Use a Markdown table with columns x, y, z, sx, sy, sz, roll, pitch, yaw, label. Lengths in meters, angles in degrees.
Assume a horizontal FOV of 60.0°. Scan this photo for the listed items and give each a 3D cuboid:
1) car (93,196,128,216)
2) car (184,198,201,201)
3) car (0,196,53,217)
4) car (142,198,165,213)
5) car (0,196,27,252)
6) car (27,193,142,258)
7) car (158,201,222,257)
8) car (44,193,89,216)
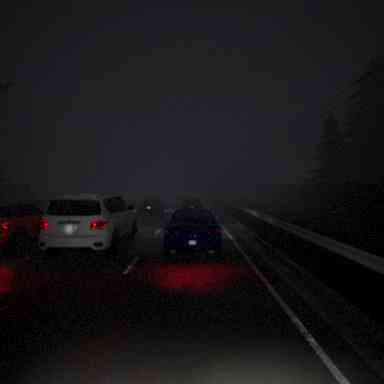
| x | y | z | sx | sy | sz | roll | pitch | yaw | label |
| --- | --- | --- | --- | --- | --- | --- | --- | --- | --- |
| -6.946 | 1.141 | 28.895 | 1.812 | 1.442 | 4.674 | 0 | 1 | 1 | car |
| 0.024 | 1.201 | 26.033 | 2.033 | 1.411 | 5.357 | 0 | 1 | 0 | car |
| -13.953 | 1.116 | 28.218 | 2.128 | 1.511 | 4.902 | 0 | 1 | 1 | car |
| -3.448 | 1.183 | 28.687 | 1.994 | 1.385 | 4.181 | 0 | 1 | 1 | car |
| -6.955 | 1.176 | 13.127 | 2.097 | 1.767 | 4.553 | 0 | 1 | 1 | car |
| -3.467 | 1.060 | 12.117 | 2.150 | 2.045 | 5.566 | 0 | 1 | 0 | car |
| 0.035 | 1.313 | 12.299 | 1.882 | 1.535 | 5.008 | 0 | 1 | 1 | car |
| -10.453 | 0.977 | 28.124 | 2.097 | 1.767 | 4.553 | 0 | 1 | 1 | car |
